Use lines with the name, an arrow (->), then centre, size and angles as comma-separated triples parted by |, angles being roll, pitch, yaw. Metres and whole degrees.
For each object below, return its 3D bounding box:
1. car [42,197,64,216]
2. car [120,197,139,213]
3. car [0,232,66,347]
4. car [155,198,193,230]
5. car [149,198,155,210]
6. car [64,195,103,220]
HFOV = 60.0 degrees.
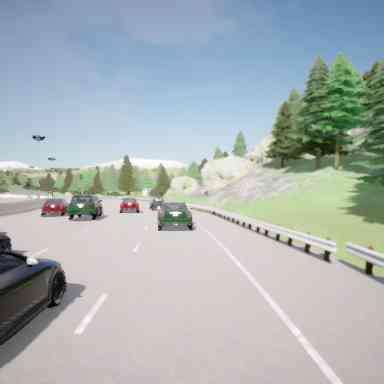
car -> -13.379, 1.379, 33.203 | 2.097, 1.767, 4.553 | 0, 0, -10
car -> -7.160, 1.367, 38.192 | 2.097, 1.767, 4.553 | 0, 0, -10
car -> -3.578, 1.571, 5.277 | 1.994, 1.385, 4.181 | 0, 0, -1
car -> -1.176, 1.355, 21.495 | 2.097, 1.767, 4.553 | 0, 0, -6
car -> -4.333, 1.501, 41.945 | 2.128, 1.511, 4.902 | 0, 0, -11
car -> -9.091, 1.240, 28.675 | 2.150, 2.045, 5.566 | 0, 0, -8
